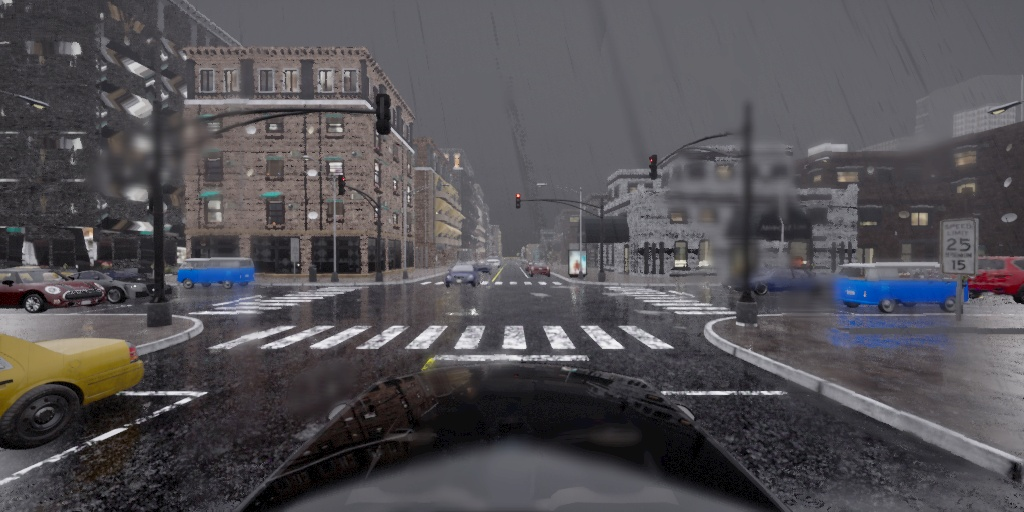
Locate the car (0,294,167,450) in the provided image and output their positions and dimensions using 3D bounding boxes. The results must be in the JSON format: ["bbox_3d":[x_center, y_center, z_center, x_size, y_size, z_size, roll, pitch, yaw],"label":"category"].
[{"bbox_3d":[-5.692,1.275,2.573,1.751,1.417,4.829,0,0,0],"label":"car"}]

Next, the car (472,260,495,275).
[{"bbox_3d":[-3.153,1.359,38.665,1.895,1.301,4.718,0,0,0],"label":"car"}]

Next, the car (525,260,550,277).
[{"bbox_3d":[2.643,1.195,35.222,1.967,1.591,4.097,0,0,0],"label":"car"}]

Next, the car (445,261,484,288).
[{"bbox_3d":[-3.128,1.242,23.487,1.812,1.442,4.674,0,0,0],"label":"car"}]

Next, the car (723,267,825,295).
[{"bbox_3d":[14.485,1.320,19.324,5.357,1.411,2.033,0,0,-1],"label":"car"}]

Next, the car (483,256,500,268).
[{"bbox_3d":[-3.152,1.002,60.499,2.150,2.045,5.566,0,0,0],"label":"car"}]

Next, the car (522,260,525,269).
[{"bbox_3d":[2.626,1.347,46.615,1.802,1.307,4.207,0,0,0],"label":"car"}]

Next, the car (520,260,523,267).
[{"bbox_3d":[2.618,1.320,52.312,2.007,1.370,4.403,0,0,0],"label":"car"}]

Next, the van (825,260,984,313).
[{"bbox_3d":[14.639,1.156,13.538,3.998,1.789,1.690,0,0,-1],"label":"van"}]

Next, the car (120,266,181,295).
[{"bbox_3d":[-17.753,1.295,15.835,4.181,1.385,1.994,0,0,-1],"label":"car"}]

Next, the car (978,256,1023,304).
[{"bbox_3d":[23.384,1.040,16.190,5.566,2.045,2.150,0,0,-1],"label":"car"}]

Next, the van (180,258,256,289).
[{"bbox_3d":[-17.793,1.030,21.632,3.998,1.789,1.690,0,0,-1],"label":"van"}]

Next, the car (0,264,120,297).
[{"bbox_3d":[-17.738,1.190,13.251,4.097,1.591,1.967,0,0,-1],"label":"car"}]
